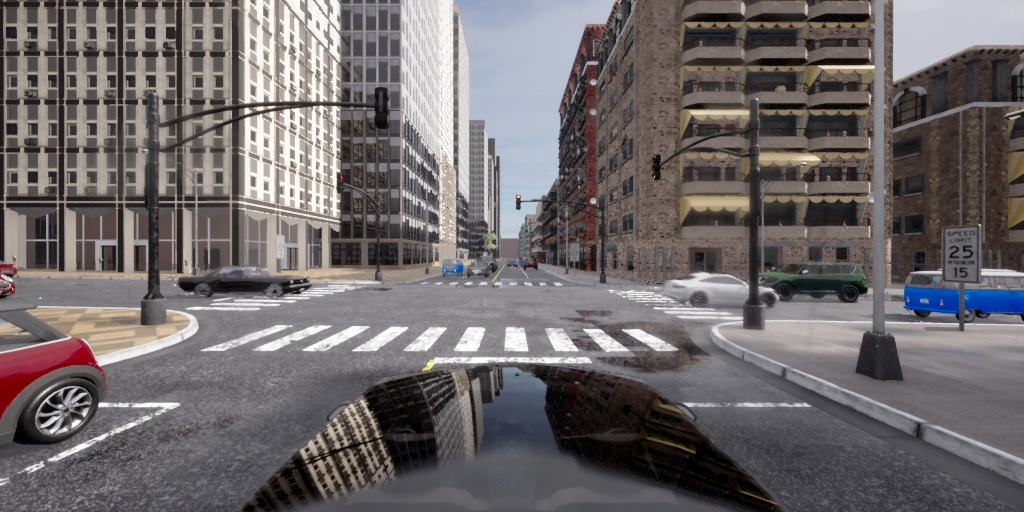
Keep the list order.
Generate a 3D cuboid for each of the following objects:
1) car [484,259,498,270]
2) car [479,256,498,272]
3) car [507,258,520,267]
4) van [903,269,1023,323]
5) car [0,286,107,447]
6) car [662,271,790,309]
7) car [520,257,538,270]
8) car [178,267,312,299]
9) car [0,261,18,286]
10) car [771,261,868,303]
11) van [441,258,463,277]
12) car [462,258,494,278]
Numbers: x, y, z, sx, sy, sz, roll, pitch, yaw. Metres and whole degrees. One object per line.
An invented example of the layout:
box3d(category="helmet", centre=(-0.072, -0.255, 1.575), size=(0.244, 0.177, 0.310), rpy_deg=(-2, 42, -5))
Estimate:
box3d(category="car", centre=(-3.128, 1.244, 54.174), size=(1.882, 1.535, 5.008), rpy_deg=(0, 0, 0))
box3d(category="car", centre=(-3.132, 0.982, 43.858), size=(2.150, 2.045, 5.566), rpy_deg=(0, 0, 0))
box3d(category="car", centre=(0.050, 1.374, 64.508), size=(1.895, 1.301, 4.718), rpy_deg=(0, 0, 0))
box3d(category="van", centre=(16.903, 1.453, 13.091), size=(3.998, 1.789, 1.690), rpy_deg=(0, 0, 0))
box3d(category="car", centre=(-5.691, 1.190, 2.357), size=(1.967, 1.591, 4.097), rpy_deg=(0, 0, 0))
box3d(category="car", centre=(9.083, 1.483, 15.793), size=(4.674, 1.442, 1.812), rpy_deg=(1, 0, 0))
box3d(category="car", centre=(2.651, 1.079, 51.492), size=(2.192, 1.841, 5.009), rpy_deg=(0, 0, 0))
box3d(category="car", centre=(-11.692, 1.157, 16.024), size=(4.718, 1.301, 1.895), rpy_deg=(1, 0, -4))
box3d(category="car", centre=(-21.156, 0.818, 13.112), size=(4.097, 1.591, 1.967), rpy_deg=(0, 0, 0))
box3d(category="car", centre=(15.445, 1.297, 19.012), size=(5.566, 2.045, 2.150), rpy_deg=(1, 0, 0))
box3d(category="van", centre=(-5.716, 1.097, 34.831), size=(1.690, 1.789, 3.998), rpy_deg=(0, 0, 0))
box3d(category="car", centre=(-3.127, 1.247, 33.965), size=(2.128, 1.511, 4.902), rpy_deg=(0, 0, 0))
